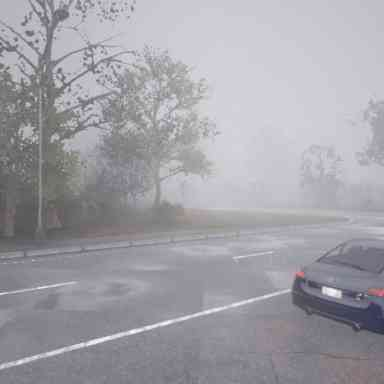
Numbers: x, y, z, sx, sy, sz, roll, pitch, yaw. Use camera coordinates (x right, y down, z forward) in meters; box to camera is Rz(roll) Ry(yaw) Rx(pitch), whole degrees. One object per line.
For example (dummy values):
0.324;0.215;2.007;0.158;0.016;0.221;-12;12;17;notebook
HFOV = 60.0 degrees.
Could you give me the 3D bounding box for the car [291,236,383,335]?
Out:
3.857;1.563;6.445;4.181;1.385;1.994;0;0;-35;car
